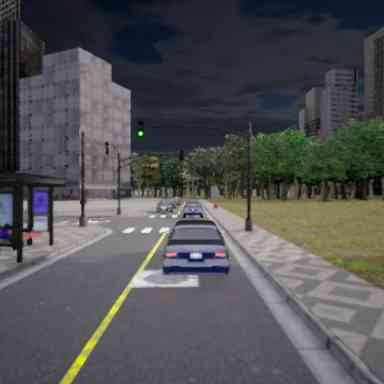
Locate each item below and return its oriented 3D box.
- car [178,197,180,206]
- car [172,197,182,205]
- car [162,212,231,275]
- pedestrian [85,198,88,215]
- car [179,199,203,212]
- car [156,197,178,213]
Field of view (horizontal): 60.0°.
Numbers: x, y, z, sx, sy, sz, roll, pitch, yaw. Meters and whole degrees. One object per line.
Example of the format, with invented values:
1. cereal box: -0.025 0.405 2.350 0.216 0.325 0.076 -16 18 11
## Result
1. car: -3.096 1.681 48.288 1.837 1.490 4.892 0 0 0
2. car: -3.056 1.736 68.037 1.837 1.490 4.892 0 0 0
3. car: 0.104 1.592 10.511 2.033 1.411 5.357 0 0 0
4. pedestrian: -10.086 1.204 31.096 0.375 1.860 0.375 0 0 1
5. car: 0.100 1.671 32.183 2.033 1.411 5.357 0 0 0
6. car: -3.100 1.638 39.073 2.128 1.511 4.902 0 0 0
